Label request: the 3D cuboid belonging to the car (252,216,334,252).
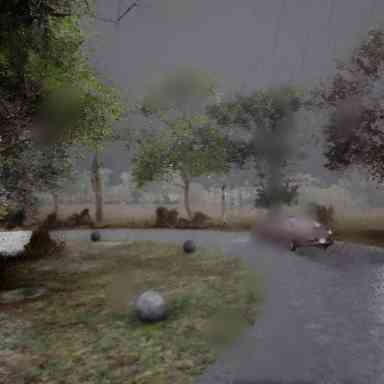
[{"bbox_3d":[4.562,1.861,15.615,1.812,1.442,4.674,0,-2,-18],"label":"car"}]
